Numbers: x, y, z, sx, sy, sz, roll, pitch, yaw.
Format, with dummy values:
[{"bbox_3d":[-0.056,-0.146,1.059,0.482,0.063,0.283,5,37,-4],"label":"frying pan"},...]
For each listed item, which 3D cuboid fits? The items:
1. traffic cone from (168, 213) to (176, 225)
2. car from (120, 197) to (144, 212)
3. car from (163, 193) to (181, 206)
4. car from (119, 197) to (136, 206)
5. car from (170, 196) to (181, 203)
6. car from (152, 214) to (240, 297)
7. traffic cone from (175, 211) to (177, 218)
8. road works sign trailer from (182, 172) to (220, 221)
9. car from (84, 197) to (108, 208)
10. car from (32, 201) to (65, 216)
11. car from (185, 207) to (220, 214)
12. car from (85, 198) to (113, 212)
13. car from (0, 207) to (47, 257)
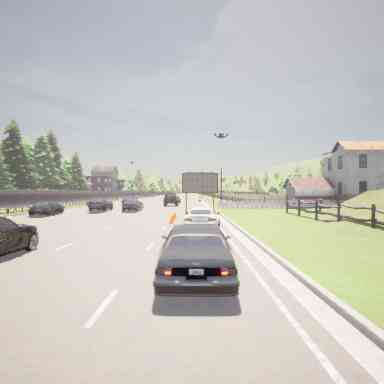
[{"bbox_3d":[-1.461,1.955,23.116,0.340,0.580,0.340,0,0,0],"label":"traffic cone"},{"bbox_3d":[-6.855,1.547,38.774,2.033,1.411,5.357,0,0,0],"label":"car"},{"bbox_3d":[-3.339,1.221,53.296,2.150,2.045,5.566,0,0,0],"label":"car"},{"bbox_3d":[-10.339,1.526,53.905,1.812,1.442,4.674,0,0,0],"label":"car"},{"bbox_3d":[-3.322,1.564,68.511,1.994,1.385,4.181,0,0,0],"label":"car"},{"bbox_3d":[0.107,1.547,8.760,2.033,1.411,5.357,0,0,1],"label":"car"},{"bbox_3d":[-1.459,1.955,25.116,0.340,0.580,0.340,0,0,0],"label":"traffic cone"},{"bbox_3d":[0.512,0.464,22.041,2.380,3.560,2.880,0,0,-4],"label":"road works sign trailer"},{"bbox_3d":[-13.845,1.548,48.236,2.033,1.411,5.357,0,0,0],"label":"car"},{"bbox_3d":[-13.863,1.563,31.965,1.994,1.385,4.181,0,0,0],"label":"car"},{"bbox_3d":[0.574,1.538,18.427,1.812,1.442,4.674,0,-1,5],"label":"car"},{"bbox_3d":[-10.356,1.490,38.106,2.128,1.511,4.902,0,0,0],"label":"car"},{"bbox_3d":[-6.888,1.477,10.903,1.882,1.535,5.008,0,0,0],"label":"car"}]
